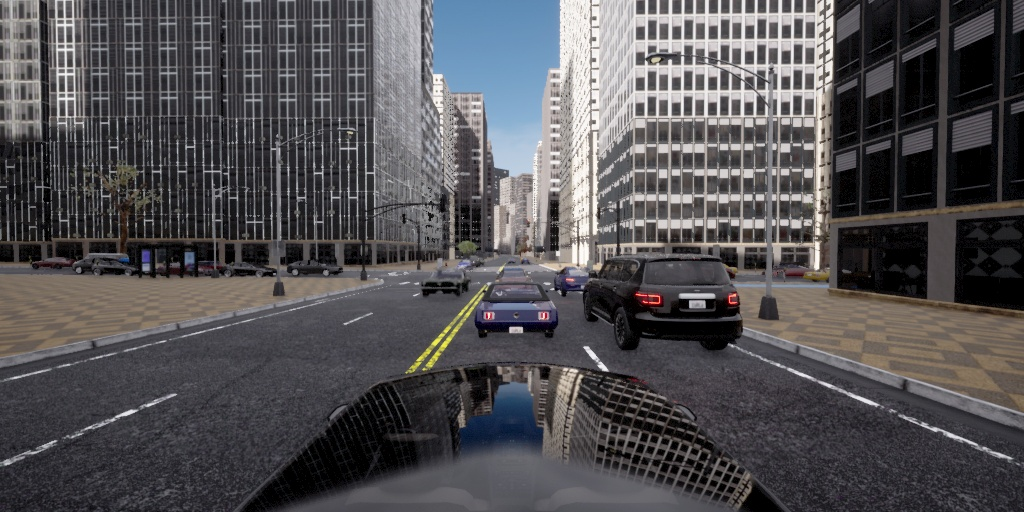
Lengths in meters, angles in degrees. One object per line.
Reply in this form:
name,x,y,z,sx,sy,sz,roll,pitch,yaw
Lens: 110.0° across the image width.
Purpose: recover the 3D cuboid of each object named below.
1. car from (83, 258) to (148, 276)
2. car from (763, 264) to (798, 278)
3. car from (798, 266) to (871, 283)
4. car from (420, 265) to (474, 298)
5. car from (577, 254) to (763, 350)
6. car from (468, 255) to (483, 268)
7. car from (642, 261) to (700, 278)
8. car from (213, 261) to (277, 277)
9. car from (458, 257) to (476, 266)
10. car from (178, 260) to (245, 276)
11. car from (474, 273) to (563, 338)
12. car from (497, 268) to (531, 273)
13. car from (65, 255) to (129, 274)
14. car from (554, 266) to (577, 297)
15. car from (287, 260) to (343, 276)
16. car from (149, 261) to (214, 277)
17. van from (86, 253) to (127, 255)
car,-34.126,1.068,31.410,4.313,1.339,1.948,0,0,1
car,27.713,1.524,36.217,4.181,1.385,1.994,1,1,1
car,27.613,1.577,30.440,4.829,1.417,1.751,0,0,1
car,-3.289,1.341,18.602,1.895,1.301,4.718,0,0,1
car,3.343,0.968,9.175,2.150,2.045,5.566,0,0,0
car,-6.632,0.922,61.125,2.150,2.045,5.566,0,0,0
car,16.059,1.336,36.405,5.008,1.535,1.882,0,1,0
car,-22.761,1.172,31.115,4.313,1.339,1.948,0,0,1
car,-6.638,1.239,51.162,1.812,1.442,4.674,0,0,-2
car,-28.351,1.112,33.931,4.718,1.301,1.895,1,1,1
car,0.093,1.347,10.137,1.895,1.301,4.718,0,0,0
car,0.085,1.304,18.874,1.994,1.385,4.181,0,0,0
car,-38.789,0.921,34.139,4.892,1.490,1.837,1,1,1
car,3.333,1.266,18.867,1.812,1.442,4.674,0,0,0
car,-18.470,1.106,33.738,4.892,1.490,1.837,1,1,1
car,-28.445,1.137,31.243,4.207,1.307,1.802,0,0,1
van,-45.325,0.603,40.060,3.998,1.789,1.690,0,0,1
